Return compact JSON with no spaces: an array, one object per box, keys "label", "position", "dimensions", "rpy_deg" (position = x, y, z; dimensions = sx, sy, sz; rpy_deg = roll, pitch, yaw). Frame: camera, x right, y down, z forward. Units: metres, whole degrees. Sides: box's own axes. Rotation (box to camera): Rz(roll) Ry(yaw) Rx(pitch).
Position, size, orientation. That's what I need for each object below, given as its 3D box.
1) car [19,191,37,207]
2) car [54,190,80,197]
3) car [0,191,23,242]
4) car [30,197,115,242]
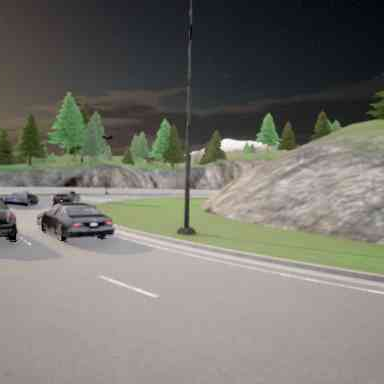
[{"label":"car","position":[-15.461,0.625,30.410],"dimensions":[1.994,1.385,4.181],"rpy_deg":[1,1,-10]},{"label":"car","position":[-12.364,0.594,33.123],"dimensions":[1.837,1.490,4.892],"rpy_deg":[1,1,-7]},{"label":"car","position":[-8.383,0.905,13.149],"dimensions":[2.097,1.767,4.553],"rpy_deg":[1,1,-37]},{"label":"car","position":[-5.091,1.164,14.177],"dimensions":[2.033,1.411,5.357],"rpy_deg":[1,1,-37]}]
